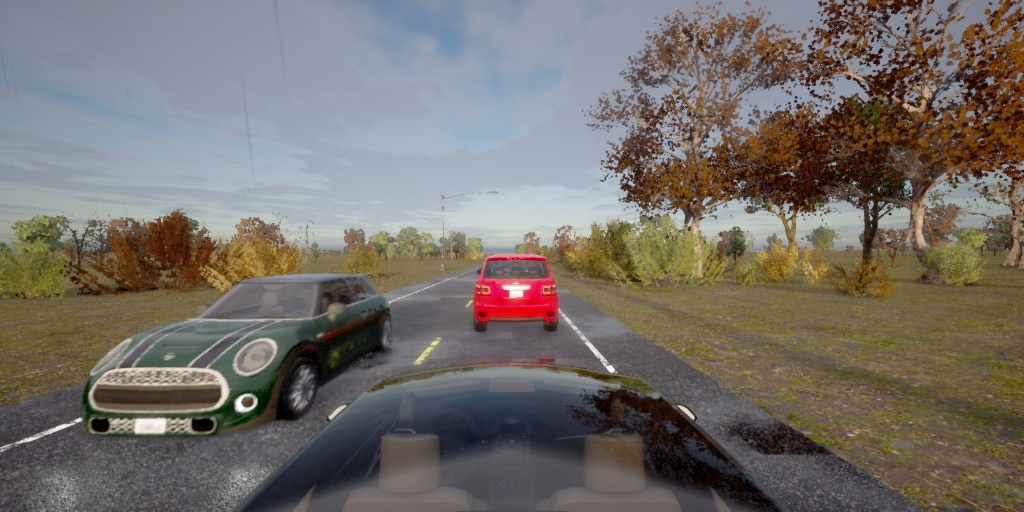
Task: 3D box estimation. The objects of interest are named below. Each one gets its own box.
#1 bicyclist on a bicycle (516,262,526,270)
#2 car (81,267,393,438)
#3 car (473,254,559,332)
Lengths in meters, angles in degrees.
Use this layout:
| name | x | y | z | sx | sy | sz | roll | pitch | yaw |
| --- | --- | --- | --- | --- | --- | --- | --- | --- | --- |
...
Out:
| name | x | y | z | sx | sy | sz | roll | pitch | yaw |
| --- | --- | --- | --- | --- | --- | --- | --- | --- | --- |
| bicyclist on a bicycle | 0.859 | 1.110 | 30.169 | 0.659 | 1.776 | 1.843 | 0 | 0 | 0 |
| car | -3.609 | 1.100 | 5.816 | 2.097 | 1.767 | 4.553 | 0 | 0 | 0 |
| car | 0.078 | 0.968 | 10.990 | 2.150 | 2.045 | 5.566 | 0 | 0 | -1 |
